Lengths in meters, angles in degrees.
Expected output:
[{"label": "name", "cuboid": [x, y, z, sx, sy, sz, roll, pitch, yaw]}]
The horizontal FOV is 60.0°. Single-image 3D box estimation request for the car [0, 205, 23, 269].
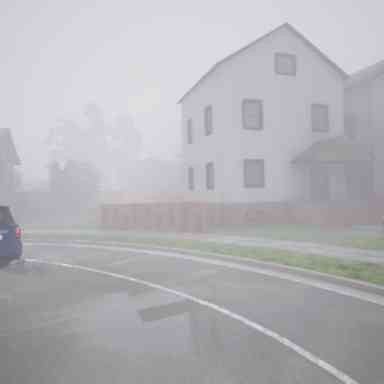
[{"label": "car", "cuboid": [-7.839, 1.420, 10.206, 5.566, 2.045, 2.150, -1, -1, 22]}]
